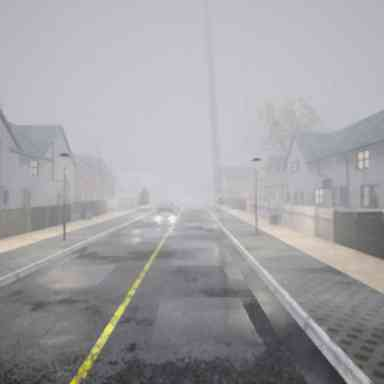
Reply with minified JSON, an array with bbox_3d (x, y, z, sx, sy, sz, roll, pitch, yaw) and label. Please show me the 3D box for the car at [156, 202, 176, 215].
[{"bbox_3d":[-2.827,1.758,36.804,1.895,1.301,4.718,0,0,0],"label":"car"}]
